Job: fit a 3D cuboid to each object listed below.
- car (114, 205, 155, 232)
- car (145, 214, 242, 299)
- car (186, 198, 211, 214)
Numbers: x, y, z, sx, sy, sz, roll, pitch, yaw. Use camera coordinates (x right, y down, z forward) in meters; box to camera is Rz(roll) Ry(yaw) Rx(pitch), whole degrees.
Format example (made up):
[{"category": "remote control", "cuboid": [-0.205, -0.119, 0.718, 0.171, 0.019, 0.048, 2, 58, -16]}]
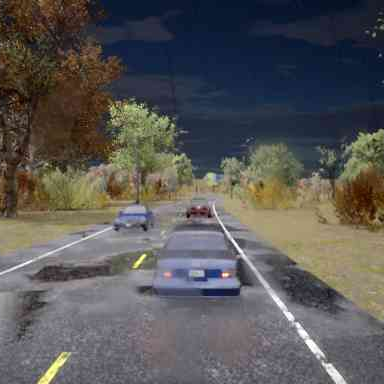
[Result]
[{"category": "car", "cuboid": [-3.354, 1.505, 20.150, 1.812, 1.442, 4.674, 0, 0, 1]}, {"category": "car", "cuboid": [0.139, 1.541, 8.622, 2.033, 1.411, 5.357, 0, 0, 1]}, {"category": "car", "cuboid": [0.641, 1.322, 29.930, 2.097, 1.767, 4.553, 0, 0, 2]}]
